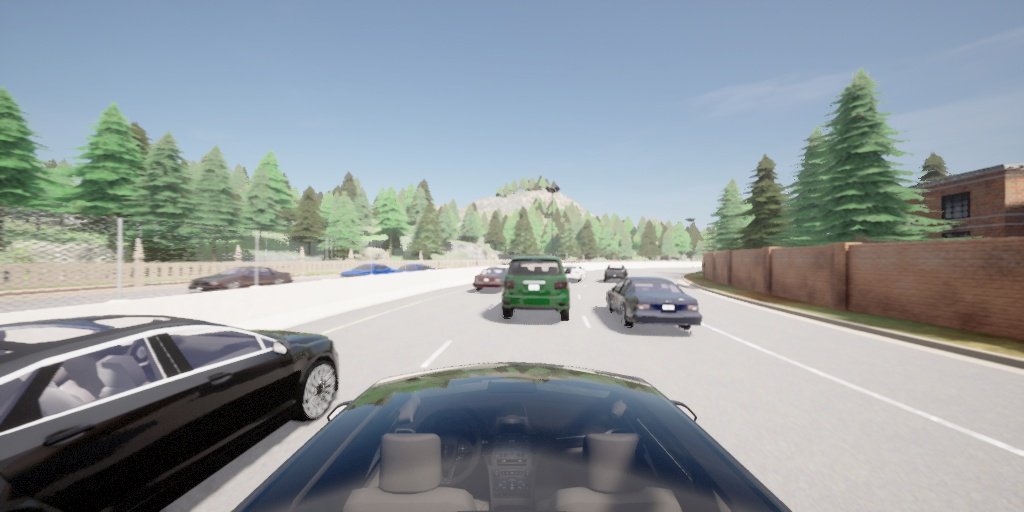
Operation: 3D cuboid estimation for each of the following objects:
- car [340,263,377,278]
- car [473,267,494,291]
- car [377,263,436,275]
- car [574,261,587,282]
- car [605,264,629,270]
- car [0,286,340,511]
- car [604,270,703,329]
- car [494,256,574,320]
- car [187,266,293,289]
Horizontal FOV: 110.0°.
[{"bbox_3d":[-10.702,1.297,26.940,1.882,1.535,5.008,0,0,15],"label":"car"},{"bbox_3d":[-0.852,1.396,22.497,2.033,1.411,5.357,0,0,13],"label":"car"},{"bbox_3d":[-7.295,1.311,26.132,1.882,1.535,5.008,0,0,15],"label":"car"},{"bbox_3d":[5.255,1.447,30.885,1.812,1.442,4.674,0,0,19],"label":"car"},{"bbox_3d":[9.184,1.436,31.494,2.128,1.511,4.902,0,0,20],"label":"car"},{"bbox_3d":[-3.260,1.231,2.906,2.128,1.511,4.902,0,0,1],"label":"car"},{"bbox_3d":[4.281,1.368,11.602,2.033,1.411,5.357,0,0,7],"label":"car"},{"bbox_3d":[0.989,1.032,13.129,2.150,2.045,5.566,0,0,7],"label":"car"},{"bbox_3d":[-15.608,1.314,21.120,2.033,1.411,5.357,0,0,11],"label":"car"}]
